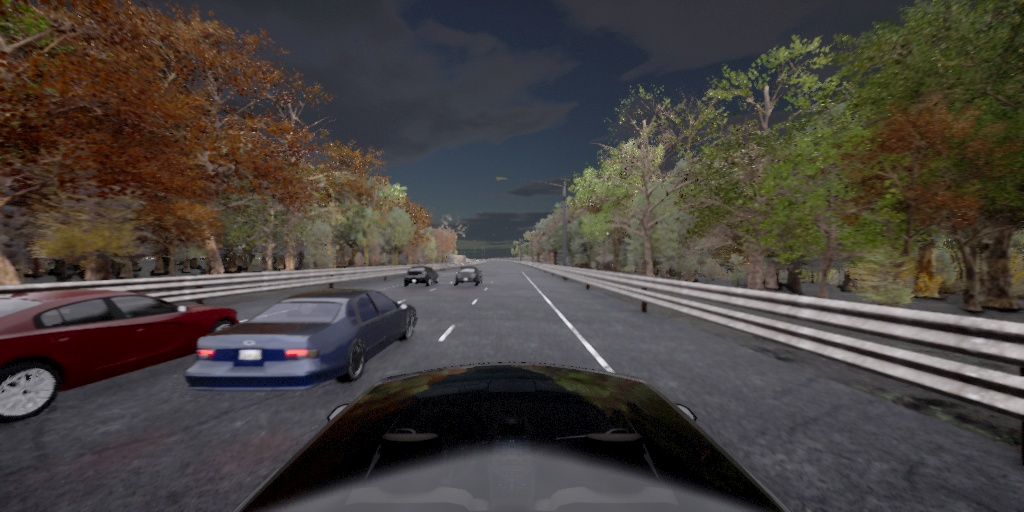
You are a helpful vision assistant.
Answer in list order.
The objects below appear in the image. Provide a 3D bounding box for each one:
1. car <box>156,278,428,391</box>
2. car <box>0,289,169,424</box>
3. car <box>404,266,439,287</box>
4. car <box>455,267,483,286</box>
[{"bbox_3d":[-3.405,1.358,7.172,2.033,1.411,5.357,0,-1,0],"label":"car"},{"bbox_3d":[-6.908,1.273,5.845,1.882,1.535,5.008,0,-1,0],"label":"car"},{"bbox_3d":[-6.917,1.540,27.749,1.837,1.490,4.892,0,-1,0],"label":"car"},{"bbox_3d":[-3.418,1.572,28.766,1.812,1.442,4.674,0,-1,0],"label":"car"}]
